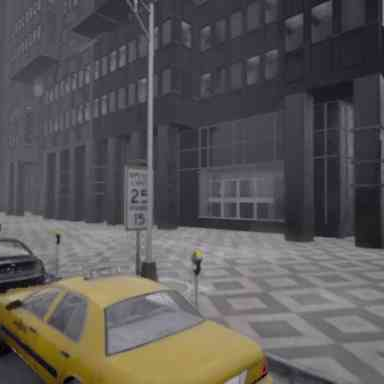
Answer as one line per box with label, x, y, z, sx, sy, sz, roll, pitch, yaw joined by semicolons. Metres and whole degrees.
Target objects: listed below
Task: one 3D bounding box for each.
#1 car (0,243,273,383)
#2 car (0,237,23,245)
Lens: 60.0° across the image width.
car;-1.328;1.660;4.426;4.829;1.417;1.752;-1;-2;45
car;-5.110;1.780;8.197;4.403;1.369;2.008;-1;-2;45
